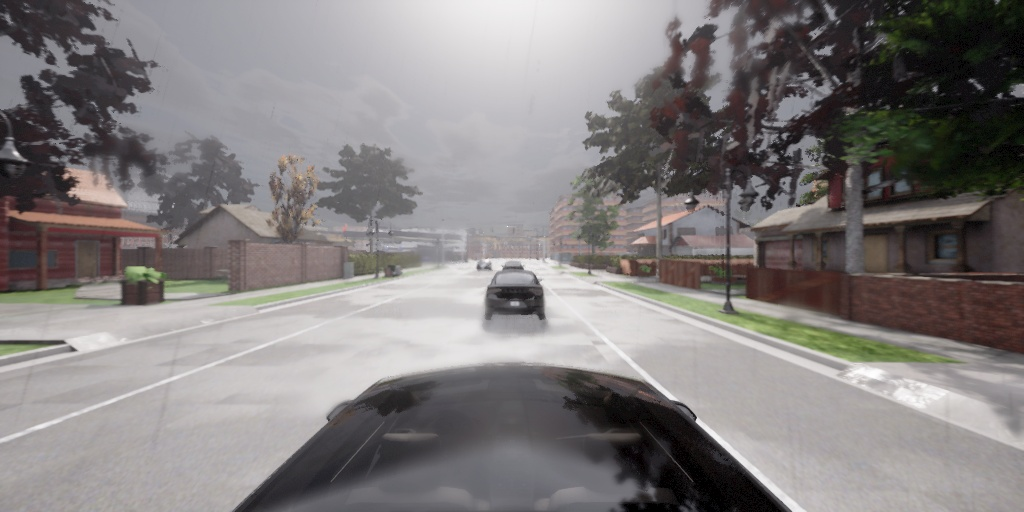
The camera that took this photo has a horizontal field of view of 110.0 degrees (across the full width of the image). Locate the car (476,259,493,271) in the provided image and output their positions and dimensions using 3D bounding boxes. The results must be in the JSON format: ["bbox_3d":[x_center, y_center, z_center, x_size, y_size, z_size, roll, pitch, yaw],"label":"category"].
[{"bbox_3d":[-3.527,1.141,46.277,2.128,1.511,4.902,0,0,1],"label":"car"}]

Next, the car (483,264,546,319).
[{"bbox_3d":[0.102,1.216,12.752,1.882,1.535,5.008,0,0,0],"label":"car"}]

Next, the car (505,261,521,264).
[{"bbox_3d":[0.102,1.194,31.374,1.837,1.490,4.892,0,0,0],"label":"car"}]
